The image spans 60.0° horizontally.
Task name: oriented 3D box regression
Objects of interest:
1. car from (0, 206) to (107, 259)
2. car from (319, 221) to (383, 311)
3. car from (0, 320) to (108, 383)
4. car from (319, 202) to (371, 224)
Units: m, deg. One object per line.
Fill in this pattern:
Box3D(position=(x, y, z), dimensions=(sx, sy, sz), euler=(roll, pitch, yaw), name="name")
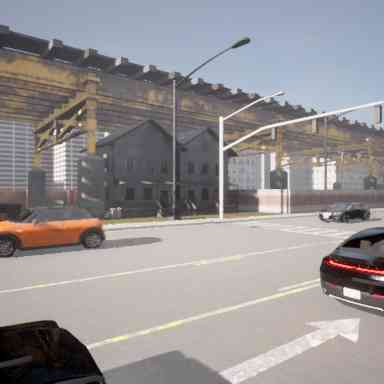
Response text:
Box3D(position=(-5.738, 1.352, 12.792), dimensions=(4.553, 1.767, 2.097), euler=(0, 0, -35), name="car")
Box3D(position=(4.741, 1.504, 7.147), dimensions=(4.892, 1.490, 1.837), euler=(0, 0, -35), name="car")
Box3D(position=(-2.791, 1.601, 1.758), dimensions=(4.718, 1.301, 1.895), euler=(0, 0, -35), name="car")
Box3D(position=(11.552, 1.490, 25.082), dimensions=(4.902, 1.511, 2.128), euler=(0, 0, -35), name="car")
